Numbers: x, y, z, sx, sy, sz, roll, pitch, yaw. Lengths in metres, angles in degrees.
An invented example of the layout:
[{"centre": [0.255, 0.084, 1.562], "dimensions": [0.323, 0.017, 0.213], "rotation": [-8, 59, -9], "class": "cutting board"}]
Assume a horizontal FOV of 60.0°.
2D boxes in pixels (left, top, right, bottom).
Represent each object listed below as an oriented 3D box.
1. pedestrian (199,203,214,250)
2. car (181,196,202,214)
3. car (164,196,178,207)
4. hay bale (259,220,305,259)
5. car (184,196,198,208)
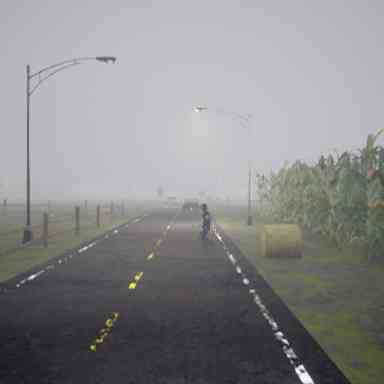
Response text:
[{"centre": [0.511, 1.253, 12.513], "dimensions": [0.375, 1.860, 0.375], "rotation": [0, 0, -3], "class": "pedestrian"}, {"centre": [-0.033, 1.378, 33.265], "dimensions": [2.128, 1.511, 4.902], "rotation": [0, 0, 0], "class": "car"}, {"centre": [-3.000, 1.362, 49.458], "dimensions": [1.812, 1.442, 4.674], "rotation": [0, 0, 0], "class": "car"}, {"centre": [3.083, 1.616, 11.544], "dimensions": [1.220, 1.180, 1.240], "rotation": [0, 0, 0], "class": "hay bale"}, {"centre": [-0.094, 1.326, 45.990], "dimensions": [1.882, 1.535, 5.008], "rotation": [0, 0, 0], "class": "car"}]
